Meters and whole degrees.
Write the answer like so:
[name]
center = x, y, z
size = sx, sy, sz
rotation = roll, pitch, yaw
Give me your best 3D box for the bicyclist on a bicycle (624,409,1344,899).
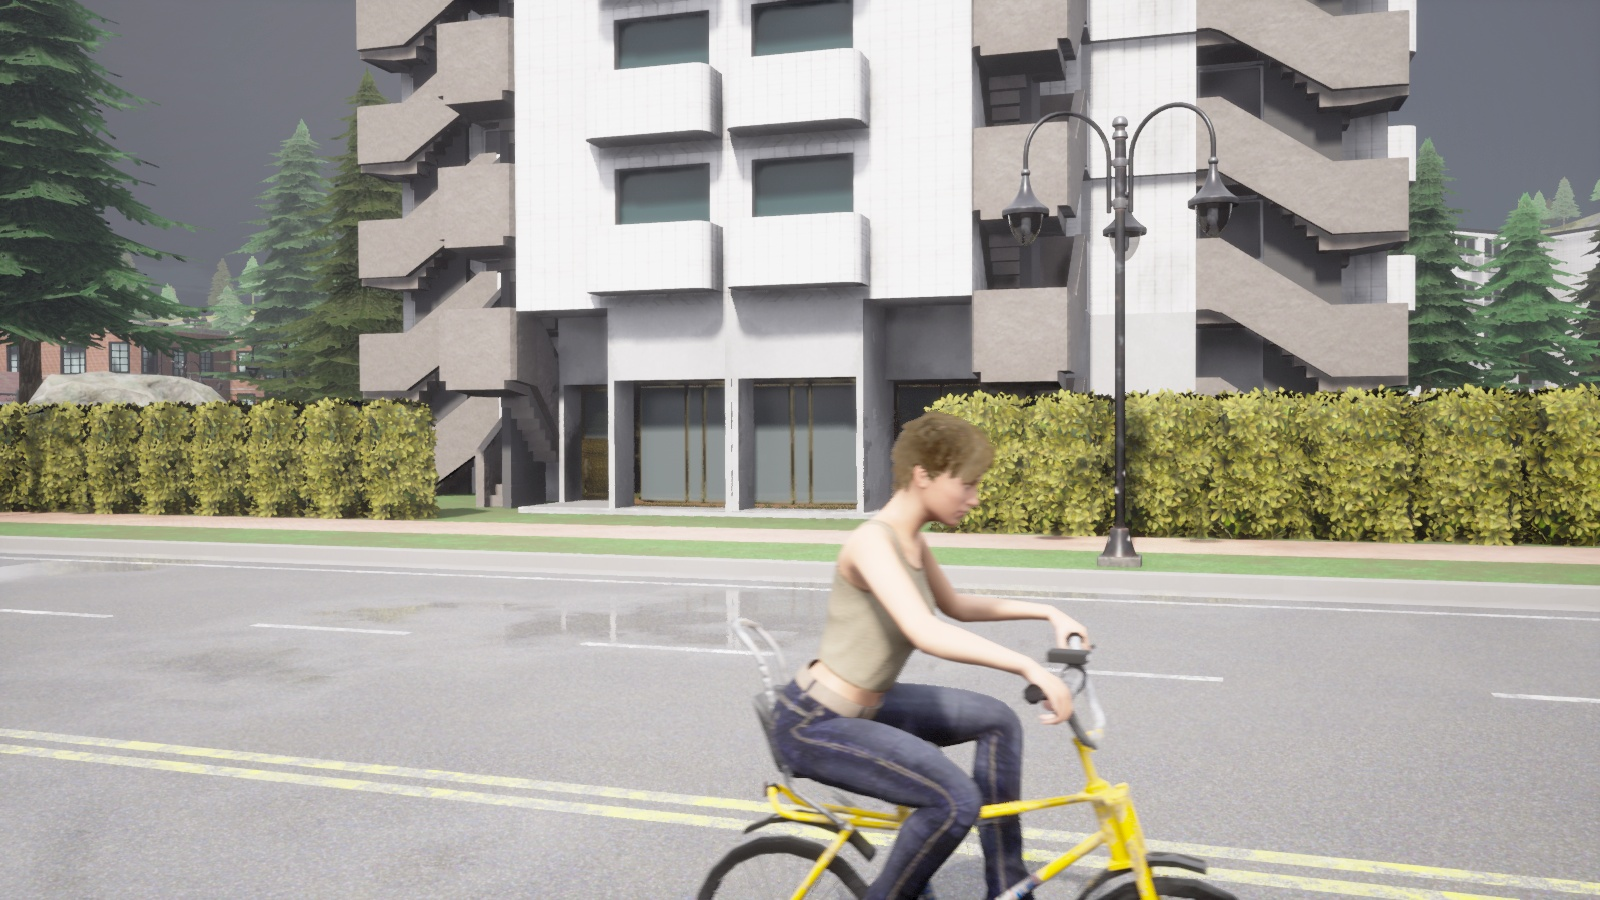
[bicyclist on a bicycle]
center = 0.451, 0.716, 3.040
size = 1.509, 1.612, 0.866
rotation = 1, 1, 19
